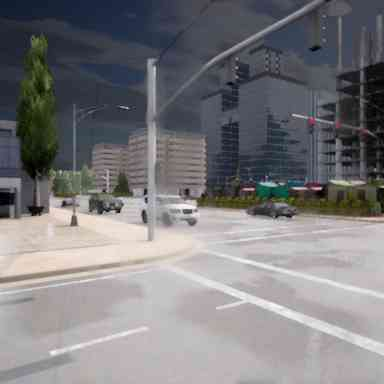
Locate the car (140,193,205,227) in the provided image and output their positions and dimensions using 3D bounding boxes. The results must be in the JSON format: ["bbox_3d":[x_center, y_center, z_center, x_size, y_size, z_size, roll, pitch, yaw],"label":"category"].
[{"bbox_3d":[-1.713,1.212,23.059,2.150,2.045,5.566,0,0,-33],"label":"car"}]

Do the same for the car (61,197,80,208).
[{"bbox_3d":[-17.405,1.514,47.621,1.812,1.442,4.674,0,0,-32],"label":"car"}]

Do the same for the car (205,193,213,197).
[{"bbox_3d":[3.239,1.124,62.439,3.866,1.878,1.905,0,0,-34],"label":"car"}]

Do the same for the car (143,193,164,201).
[{"bbox_3d":[-9.385,1.120,81.086,4.605,1.855,1.932,0,0,-34],"label":"car"}]

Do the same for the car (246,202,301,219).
[{"bbox_3d":[6.894,1.529,28.758,2.033,1.411,5.357,0,0,-26],"label":"car"}]

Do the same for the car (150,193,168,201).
[{"bbox_3d":[-7.805,1.123,78.660,3.866,1.878,1.905,0,0,-34],"label":"car"}]

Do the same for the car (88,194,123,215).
[{"bbox_3d":[-9.201,1.213,34.738,2.150,2.045,5.566,0,0,-33],"label":"car"}]

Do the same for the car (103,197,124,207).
[{"bbox_3d":[-12.710,1.546,53.545,1.994,1.385,4.181,0,0,-33],"label":"car"}]
